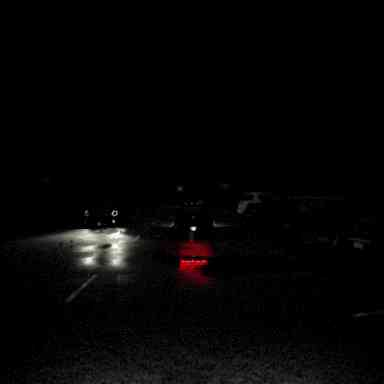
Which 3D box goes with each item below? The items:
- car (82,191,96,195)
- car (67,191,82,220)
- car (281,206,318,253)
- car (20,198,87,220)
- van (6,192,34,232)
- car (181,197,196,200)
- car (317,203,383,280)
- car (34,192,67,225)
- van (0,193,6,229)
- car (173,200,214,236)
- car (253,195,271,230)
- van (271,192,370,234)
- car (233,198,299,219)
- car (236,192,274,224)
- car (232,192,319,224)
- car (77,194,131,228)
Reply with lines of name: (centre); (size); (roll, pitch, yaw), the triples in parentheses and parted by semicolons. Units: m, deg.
car: (-11.079, 0.990, 29.666); (5.566, 2.045, 2.435); (-1, 1, -20)
car: (-11.023, 1.038, 23.782); (5.566, 2.045, 2.435); (-1, 0, -20)
car: (5.932, 1.392, 11.534); (4.892, 1.521, 2.231); (1, 1, -20)
car: (-11.032, 1.294, 26.751); (4.792, 1.488, 2.163); (-1, 0, -20)
van: (-11.145, 1.116, 17.805); (4.442, 1.987, 1.878); (-1, 1, -20)
car: (-0.360, 1.238, 37.065); (2.033, 1.411, 5.357); (0, 0, -8)
car: (5.894, 1.290, 8.513); (4.553, 1.767, 2.185); (1, 0, -20)
car: (-11.019, 1.063, 20.823); (5.566, 2.045, 2.435); (-1, 0, -20)
van: (-11.140, 1.141, 14.846); (4.442, 1.987, 1.878); (-1, 1, -20)
car: (0.068, 1.362, 17.302); (1.837, 1.490, 4.892); (0, 0, 0)
car: (5.948, 1.216, 17.584); (4.553, 1.767, 2.185); (1, 1, -20)
van: (6.030, 1.141, 14.600); (4.442, 1.987, 1.878); (1, 0, -20)
car: (5.915, 1.294, 26.667); (4.792, 1.488, 2.163); (1, 0, -20)
car: (5.891, 1.064, 20.581); (5.566, 2.045, 2.435); (1, 1, -20)
car: (5.926, 1.039, 23.641); (5.566, 2.045, 2.435); (1, 0, -20)
car: (-5.157, 1.181, 20.676); (2.097, 1.767, 4.553); (0, 0, 0)
